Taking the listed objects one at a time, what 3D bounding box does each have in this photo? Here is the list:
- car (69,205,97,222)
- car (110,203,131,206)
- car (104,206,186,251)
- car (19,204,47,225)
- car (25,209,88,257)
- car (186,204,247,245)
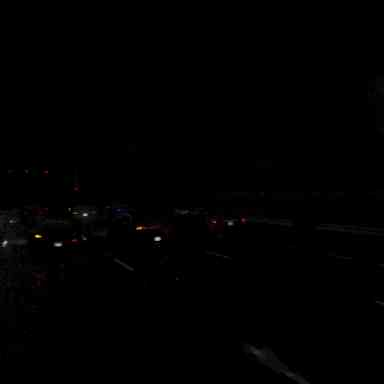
[{"bbox_3d":[-9.411,1.807,28.153,1.994,1.385,4.181,0,0,-28],"label":"car"},{"bbox_3d":[-6.628,1.706,30.379,1.882,1.535,5.008,0,0,-28],"label":"car"},{"bbox_3d":[-2.426,1.596,14.898,2.128,1.511,4.902,0,0,-27],"label":"car"},{"bbox_3d":[-12.876,1.748,27.130,1.882,1.535,5.008,0,0,-29],"label":"car"},{"bbox_3d":[-5.706,1.653,13.625,1.812,1.442,4.674,0,0,-27],"label":"car"},{"bbox_3d":[0.711,1.433,16.449,2.097,1.767,4.553,0,0,-27],"label":"car"}]
